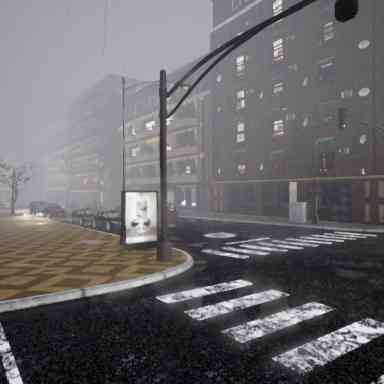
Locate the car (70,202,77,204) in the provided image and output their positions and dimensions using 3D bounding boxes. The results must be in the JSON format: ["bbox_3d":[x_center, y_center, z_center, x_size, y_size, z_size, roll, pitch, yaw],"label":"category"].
[{"bbox_3d":[-21.530,2.423,59.679,1.802,1.307,4.206,-2,0,-36],"label":"car"}]

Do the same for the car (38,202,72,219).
[{"bbox_3d":[-14.916,2.114,36.094,1.887,1.381,4.507,-2,0,-36],"label":"car"}]

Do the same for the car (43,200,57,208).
[{"bbox_3d":[-31.326,2.526,73.216,1.967,1.590,4.097,-2,0,-36],"label":"car"}]

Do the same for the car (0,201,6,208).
[{"bbox_3d":[-44.641,2.861,77.329,1.887,1.381,4.507,-2,0,-36],"label":"car"}]

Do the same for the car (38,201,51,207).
[{"bbox_3d":[-34.586,2.734,77.728,1.947,1.339,4.313,-2,0,-36],"label":"car"}]

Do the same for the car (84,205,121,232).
[{"bbox_3d":[-5.576,1.887,23.105,2.008,1.369,4.403,-2,0,-36],"label":"car"}]

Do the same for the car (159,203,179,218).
[{"bbox_3d":[-3.154,1.823,34.492,1.967,1.590,4.097,-2,0,-36],"label":"car"}]

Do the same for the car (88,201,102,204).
[{"bbox_3d":[-15.001,2.118,50.657,1.967,1.590,4.097,-2,0,-36],"label":"car"}]

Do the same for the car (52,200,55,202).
[{"bbox_3d":[-25.375,2.469,60.589,1.994,1.385,4.181,-1,-1,-36],"label":"car"}]

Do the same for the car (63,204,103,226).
[{"bbox_3d":[-8.840,1.968,27.617,2.008,1.369,4.403,-2,0,-36],"label":"car"}]

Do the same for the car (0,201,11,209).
[{"bbox_3d":[-38.113,2.702,68.305,2.008,1.369,4.403,-2,0,-36],"label":"car"}]

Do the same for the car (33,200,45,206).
[{"bbox_3d":[-37.851,2.796,82.241,1.887,1.381,4.507,-2,0,-36],"label":"car"}]

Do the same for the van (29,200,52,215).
[{"bbox_3d":[-19.834,2.034,42.982,1.690,1.788,3.998,-2,0,-36],"label":"van"}]
